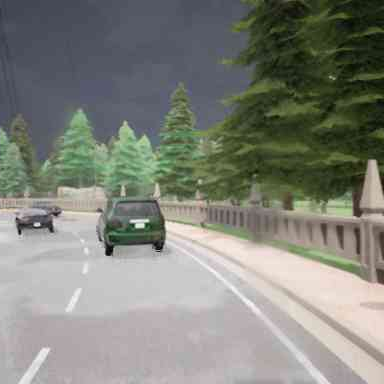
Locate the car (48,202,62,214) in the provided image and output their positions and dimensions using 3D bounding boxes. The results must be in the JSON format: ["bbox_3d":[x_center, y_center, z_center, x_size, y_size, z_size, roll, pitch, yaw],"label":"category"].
[{"bbox_3d":[-14.192,1.630,31.198,5.357,1.411,2.033,0,0,42],"label":"car"}]

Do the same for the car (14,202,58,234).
[{"bbox_3d":[-9.439,1.581,19.764,1.812,1.442,4.674,0,0,-30],"label":"car"}]

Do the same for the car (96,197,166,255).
[{"bbox_3d":[-2.648,1.231,13.760,2.150,2.045,5.566,0,0,-19],"label":"car"}]
